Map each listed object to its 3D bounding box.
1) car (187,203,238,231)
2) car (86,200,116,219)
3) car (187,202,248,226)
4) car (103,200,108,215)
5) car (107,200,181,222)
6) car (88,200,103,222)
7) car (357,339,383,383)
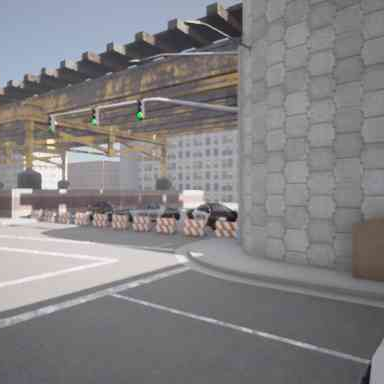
[{"bbox_3d":[1.471,1.444,20.700,2.038,1.542,4.974,0,0,-25],"label":"car"},{"bbox_3d":[-7.009,1.278,26.077,1.853,1.218,4.536,0,0,-10],"label":"car"},{"bbox_3d":[1.450,1.287,20.747,1.853,1.218,4.536,0,0,-25],"label":"car"},{"bbox_3d":[-3.301,1.440,23.278,4.974,1.542,2.038,0,0,0],"label":"car"},{"bbox_3d":[-3.249,1.282,23.278,4.536,1.218,1.853,0,0,0],"label":"car"},{"bbox_3d":[-7.000,1.436,26.026,2.038,1.542,4.974,0,0,-10],"label":"car"},{"bbox_3d":[3.374,1.602,1.565,4.718,1.301,1.895,0,0,36],"label":"car"}]
